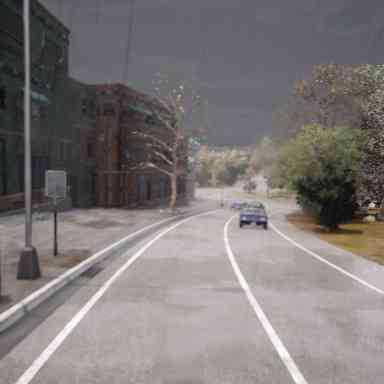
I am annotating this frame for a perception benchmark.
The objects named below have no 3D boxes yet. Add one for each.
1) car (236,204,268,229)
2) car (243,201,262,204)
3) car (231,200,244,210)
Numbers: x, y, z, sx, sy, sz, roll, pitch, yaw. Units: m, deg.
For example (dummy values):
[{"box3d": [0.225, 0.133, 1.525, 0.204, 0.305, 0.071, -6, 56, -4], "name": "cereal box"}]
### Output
[{"box3d": [4.265, 1.779, 23.509, 1.895, 1.301, 4.718, 3, 0, 9], "name": "car"}, {"box3d": [7.328, 1.897, 38.178, 1.837, 1.490, 4.892, 3, 0, 16], "name": "car"}, {"box3d": [6.843, 1.904, 47.588, 1.812, 1.442, 4.674, 4, 0, 19], "name": "car"}]
